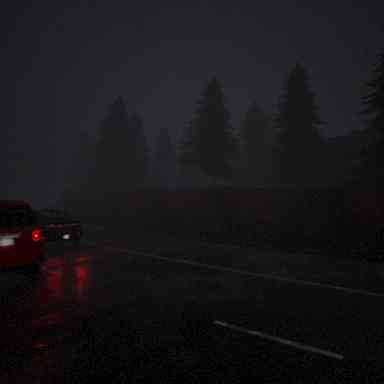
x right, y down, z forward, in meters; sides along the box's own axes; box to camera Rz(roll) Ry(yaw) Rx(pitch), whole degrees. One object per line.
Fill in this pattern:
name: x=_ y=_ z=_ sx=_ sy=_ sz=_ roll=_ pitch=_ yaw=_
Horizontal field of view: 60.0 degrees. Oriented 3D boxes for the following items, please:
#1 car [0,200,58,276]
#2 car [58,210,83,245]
car: x=-6.192 y=1.238 z=9.369 sx=5.566 sy=2.045 sz=2.150 roll=0 pitch=0 yaw=42
car: x=-6.618 y=1.522 z=14.681 sx=4.902 sy=1.511 sz=2.128 roll=0 pitch=0 yaw=45
